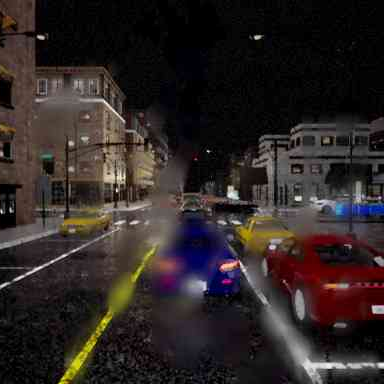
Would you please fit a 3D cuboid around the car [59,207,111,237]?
[{"bbox_3d":[-5.699,1.523,18.207,1.752,1.417,4.829,0,0,0],"label":"car"}]

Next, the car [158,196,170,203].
[{"bbox_3d":[-5.708,1.580,67.923,2.008,1.369,4.403,0,0,0],"label":"car"}]

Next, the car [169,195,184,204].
[{"bbox_3d":[-3.070,1.588,62.976,1.994,1.385,4.181,0,0,0],"label":"car"}]

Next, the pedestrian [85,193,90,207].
[{"bbox_3d":[-12.638,1.071,40.256,0.375,1.860,0.375,0,0,0],"label":"pedestrian"}]

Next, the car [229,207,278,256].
[{"bbox_3d":[2.683,1.523,12.848,1.752,1.417,4.829,0,0,0],"label":"car"}]

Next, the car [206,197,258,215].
[{"bbox_3d":[4.272,1.507,32.904,4.902,1.511,2.128,0,1,29],"label":"car"}]

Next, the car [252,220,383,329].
[{"bbox_3d":[2.684,1.543,6.980,1.887,1.381,4.507,0,0,0],"label":"car"}]

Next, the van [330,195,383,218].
[{"bbox_3d":[14.653,1.407,29.143,3.998,1.788,1.690,0,0,0],"label":"van"}]

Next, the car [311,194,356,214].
[{"bbox_3d":[15.478,1.249,34.937,5.566,2.045,2.150,0,0,0],"label":"car"}]

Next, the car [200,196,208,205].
[{"bbox_3d":[2.674,1.451,50.846,1.967,1.590,4.097,0,0,0],"label":"car"}]

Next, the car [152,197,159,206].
[{"bbox_3d":[-5.706,1.567,56.529,2.008,1.369,4.403,0,0,0],"label":"car"}]

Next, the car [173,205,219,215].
[{"bbox_3d":[0.097,1.562,16.956,1.994,1.385,4.181,0,0,0],"label":"car"}]

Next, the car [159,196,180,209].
[{"bbox_3d":[-3.108,1.608,46.179,1.895,1.301,4.718,0,0,0],"label":"car"}]

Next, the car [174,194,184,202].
[{"bbox_3d":[-3.014,1.391,77.646,2.097,1.767,4.553,0,0,0],"label":"car"}]

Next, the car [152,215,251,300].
[{"bbox_3d":[0.102,1.524,8.263,1.812,1.442,4.674,0,0,0],"label":"car"}]

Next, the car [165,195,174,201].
[{"bbox_3d":[-5.712,1.578,84.842,1.752,1.417,4.829,0,0,0],"label":"car"}]

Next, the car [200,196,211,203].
[{"bbox_3d":[2.672,1.580,67.937,2.008,1.369,4.403,0,0,0],"label":"car"}]

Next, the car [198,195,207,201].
[{"bbox_3d":[2.669,1.604,85.027,2.008,1.369,4.403,-1,0,0],"label":"car"}]
